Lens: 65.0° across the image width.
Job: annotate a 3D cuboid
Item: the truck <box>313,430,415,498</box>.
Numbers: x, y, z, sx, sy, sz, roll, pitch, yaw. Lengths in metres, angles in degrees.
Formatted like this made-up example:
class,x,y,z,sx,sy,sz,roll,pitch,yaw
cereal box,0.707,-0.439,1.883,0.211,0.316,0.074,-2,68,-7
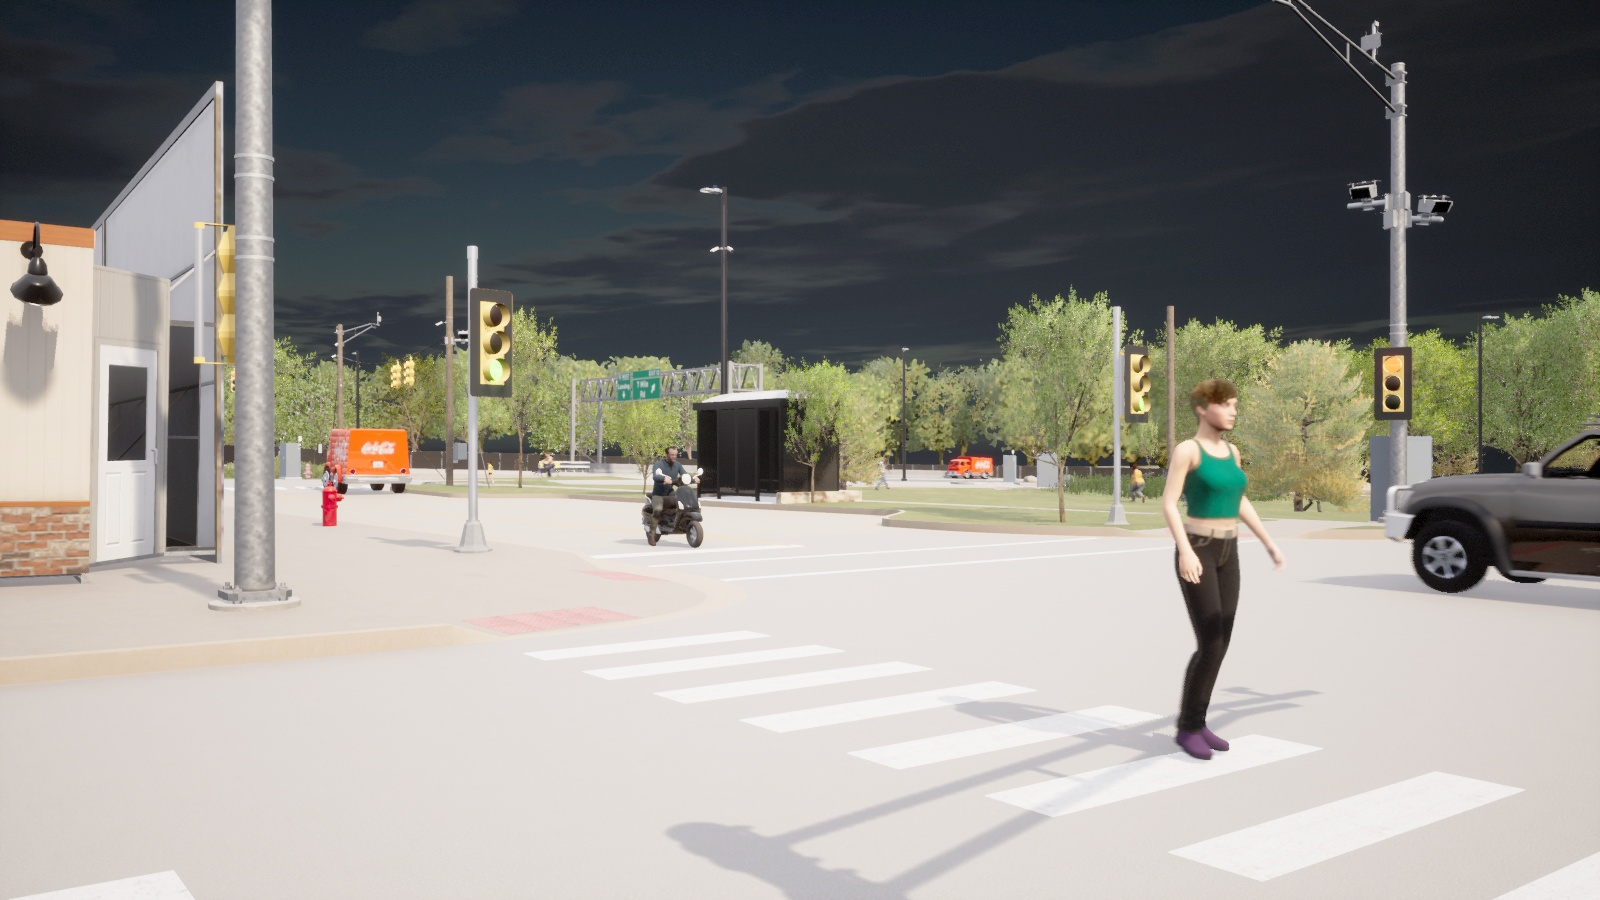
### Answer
class,x,y,z,sx,sy,sz,roll,pitch,yaw
truck,-16.950,0.481,48.654,2.627,2.467,5.204,0,0,-32

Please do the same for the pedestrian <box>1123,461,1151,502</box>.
class,x,y,z,sx,sy,sz,roll,pitch,yaw
pedestrian,15.631,1.450,58.326,0.874,1.855,0.900,0,0,-37

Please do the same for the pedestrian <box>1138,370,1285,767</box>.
class,x,y,z,sx,sy,sz,roll,pitch,yaw
pedestrian,2.005,0.548,6.146,0.345,1.836,0.594,0,0,-32

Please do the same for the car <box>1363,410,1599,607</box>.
class,x,y,z,sx,sy,sz,roll,pitch,yaw
car,8.302,0.549,12.478,1.932,1.855,4.605,0,0,-35

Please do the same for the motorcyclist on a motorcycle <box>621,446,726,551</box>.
class,x,y,z,sx,sy,sz,roll,pitch,yaw
motorcyclist on a motorcycle,-2.040,0.744,20.081,0.866,1.590,1.817,0,0,-36
